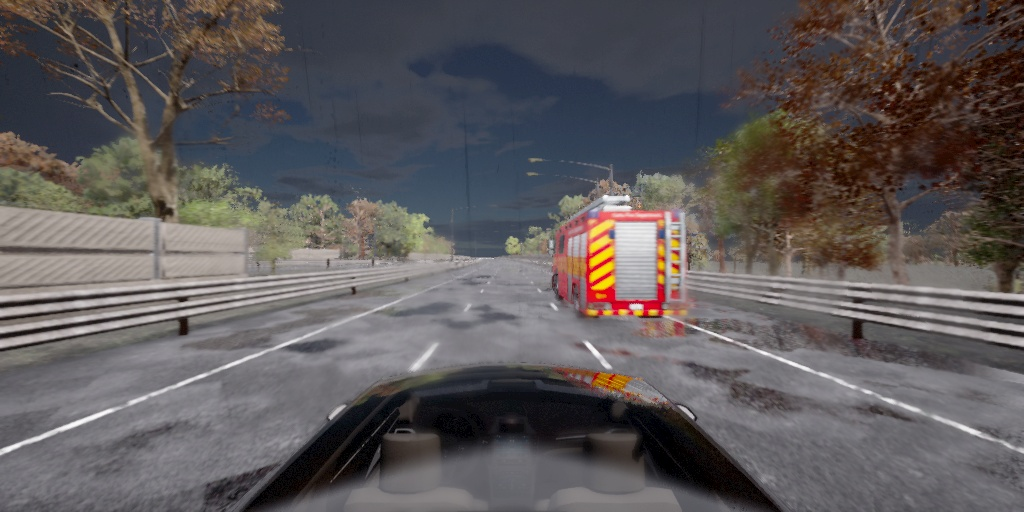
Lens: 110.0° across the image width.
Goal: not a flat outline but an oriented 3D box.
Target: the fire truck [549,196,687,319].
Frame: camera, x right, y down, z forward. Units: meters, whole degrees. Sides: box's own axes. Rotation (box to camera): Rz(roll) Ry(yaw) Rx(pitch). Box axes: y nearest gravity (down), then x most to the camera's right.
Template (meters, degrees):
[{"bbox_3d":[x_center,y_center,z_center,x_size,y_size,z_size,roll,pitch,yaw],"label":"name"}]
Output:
[{"bbox_3d":[3.496,0.170,14.188,2.891,3.827,8.468,0,0,0],"label":"fire truck"}]
